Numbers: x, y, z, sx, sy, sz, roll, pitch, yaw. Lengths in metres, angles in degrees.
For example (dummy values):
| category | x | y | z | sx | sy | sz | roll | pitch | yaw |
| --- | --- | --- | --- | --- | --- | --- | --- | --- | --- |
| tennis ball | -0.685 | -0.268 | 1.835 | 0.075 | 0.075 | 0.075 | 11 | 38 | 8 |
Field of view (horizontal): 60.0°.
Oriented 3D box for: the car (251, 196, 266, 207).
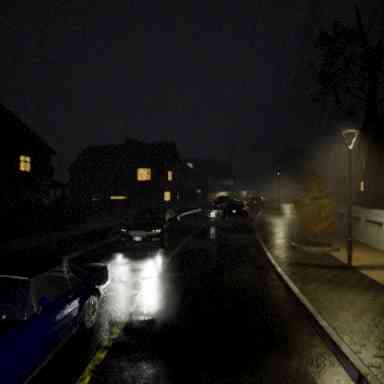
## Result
| category | x | y | z | sx | sy | sz | roll | pitch | yaw |
| --- | --- | --- | --- | --- | --- | --- | --- | --- | --- |
| car | 8.379 | 1.160 | 42.745 | 1.994 | 1.385 | 4.181 | 0 | 1 | 19 |

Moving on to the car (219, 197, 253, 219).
| category | x | y | z | sx | sy | sz | roll | pitch | yaw |
| --- | --- | --- | --- | --- | --- | --- | --- | --- | --- |
| car | 3.675 | 1.409 | 27.372 | 1.994 | 1.385 | 4.181 | 0 | 1 | 13 |

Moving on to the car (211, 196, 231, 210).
| category | x | y | z | sx | sy | sz | roll | pitch | yaw |
| --- | --- | --- | --- | --- | --- | --- | --- | --- | --- |
| car | 3.594 | 1.198 | 38.048 | 1.837 | 1.490 | 4.892 | 0 | 1 | 18 |

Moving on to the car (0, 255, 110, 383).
| category | x | y | z | sx | sy | sz | roll | pitch | yaw |
| --- | --- | --- | --- | --- | --- | --- | --- | --- | --- |
| car | -2.588 | 1.589 | 4.087 | 1.895 | 1.301 | 4.718 | 0 | 0 | 3 |

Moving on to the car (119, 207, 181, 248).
| category | x | y | z | sx | sy | sz | roll | pitch | yaw |
| --- | --- | --- | --- | --- | --- | --- | --- | --- | --- |
| car | -1.699 | 1.445 | 14.707 | 2.128 | 1.511 | 4.902 | 0 | 0 | 8 |
